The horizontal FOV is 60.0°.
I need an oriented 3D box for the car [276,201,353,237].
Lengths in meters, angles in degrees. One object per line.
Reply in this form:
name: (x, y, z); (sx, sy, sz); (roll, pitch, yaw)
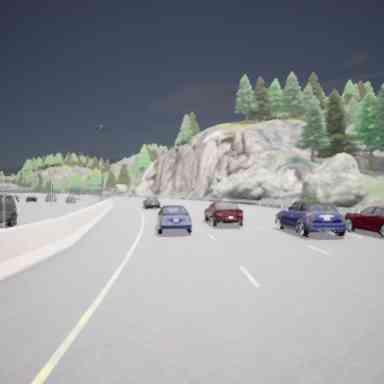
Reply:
car: (6.071, 1.254, 17.564); (2.097, 1.767, 4.553); (0, 0, -5)

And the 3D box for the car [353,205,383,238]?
car: (9.675, 1.377, 16.763); (1.882, 1.535, 5.008); (0, 0, -5)

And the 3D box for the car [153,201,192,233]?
car: (-1.086, 1.455, 19.137); (2.033, 1.411, 5.357); (0, 0, -7)

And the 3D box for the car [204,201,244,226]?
car: (2.022, 1.364, 22.323); (1.882, 1.535, 5.008); (0, 0, -7)

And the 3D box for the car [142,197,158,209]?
car: (-5.168, 1.365, 42.121); (1.994, 1.385, 4.181); (0, 0, -13)
